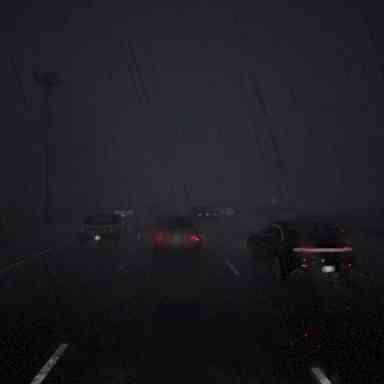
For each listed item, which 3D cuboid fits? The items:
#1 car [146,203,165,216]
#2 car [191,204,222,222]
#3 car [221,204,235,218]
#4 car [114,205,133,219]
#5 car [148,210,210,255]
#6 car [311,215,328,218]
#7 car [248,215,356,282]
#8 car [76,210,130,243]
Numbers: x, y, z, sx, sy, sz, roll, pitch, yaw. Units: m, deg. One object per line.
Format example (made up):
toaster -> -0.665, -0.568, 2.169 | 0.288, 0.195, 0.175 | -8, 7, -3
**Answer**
car -> -4.114, 1.962, 37.306 | 1.882, 1.535, 5.008 | 0, -1, -11
car -> 0.836, 1.937, 29.832 | 2.033, 1.411, 5.357 | 0, -1, -9
car -> 3.295, 1.995, 35.873 | 1.812, 1.442, 4.674 | 0, -1, -11
car -> -7.165, 2.051, 34.793 | 1.895, 1.301, 4.718 | 0, -1, -11
car -> -0.725, 1.733, 14.163 | 2.033, 1.411, 5.357 | 0, -1, -5
car -> 5.988, 1.831, 17.348 | 1.895, 1.301, 4.718 | 0, -1, -6
car -> 3.054, 1.628, 10.240 | 2.128, 1.511, 4.902 | 0, -1, -4
car -> -4.579, 1.827, 17.448 | 1.895, 1.301, 4.718 | 0, -1, -6
